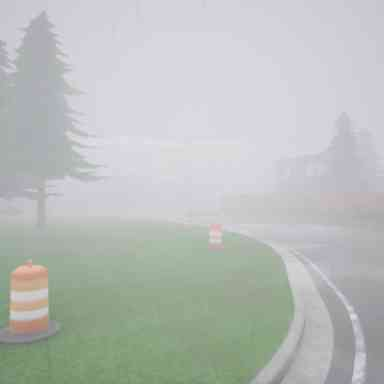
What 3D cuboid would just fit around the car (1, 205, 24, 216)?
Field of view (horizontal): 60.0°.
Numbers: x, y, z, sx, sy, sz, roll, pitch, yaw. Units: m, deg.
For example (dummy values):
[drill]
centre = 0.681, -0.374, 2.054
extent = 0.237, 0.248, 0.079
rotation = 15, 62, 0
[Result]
[car]
centre = -24.913, 2.488, 43.969
extent = 4.902, 1.511, 2.128
rotation = 0, -1, -25
